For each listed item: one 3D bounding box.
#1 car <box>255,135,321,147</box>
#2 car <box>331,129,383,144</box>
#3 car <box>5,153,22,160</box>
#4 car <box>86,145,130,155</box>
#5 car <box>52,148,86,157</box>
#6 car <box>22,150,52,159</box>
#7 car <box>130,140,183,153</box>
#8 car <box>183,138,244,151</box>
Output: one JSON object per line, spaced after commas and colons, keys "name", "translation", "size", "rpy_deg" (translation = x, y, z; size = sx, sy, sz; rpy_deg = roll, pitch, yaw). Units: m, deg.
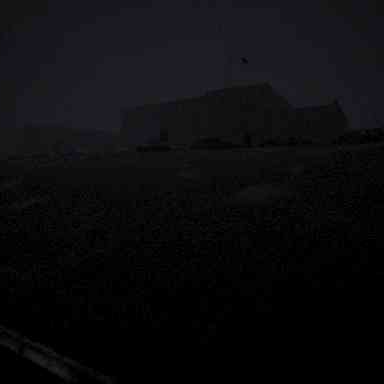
{"name": "car", "translation": [6.990, -3.442, 24.361], "size": [4.674, 1.452, 2.002], "rpy_deg": [1, 1, 28]}
{"name": "car", "translation": [11.820, -3.363, 21.900], "size": [4.892, 1.521, 2.231], "rpy_deg": [1, 1, 27]}
{"name": "car", "translation": [-21.536, -4.171, 41.655], "size": [4.892, 1.521, 2.231], "rpy_deg": [1, 1, 34]}
{"name": "car", "translation": [-7.616, -3.841, 32.591], "size": [5.008, 1.535, 2.097], "rpy_deg": [1, 1, 32]}
{"name": "car", "translation": [-12.326, -3.920, 35.522], "size": [4.674, 1.452, 2.002], "rpy_deg": [1, 1, 33]}
{"name": "car", "translation": [-16.971, -4.074, 38.553], "size": [4.892, 1.521, 2.231], "rpy_deg": [1, 1, 34]}
{"name": "car", "translation": [-2.863, -3.848, 29.772], "size": [4.553, 1.767, 2.185], "rpy_deg": [1, 1, 31]}
{"name": "car", "translation": [2.128, -3.570, 26.970], "size": [4.792, 1.488, 2.163], "rpy_deg": [1, 1, 29]}
